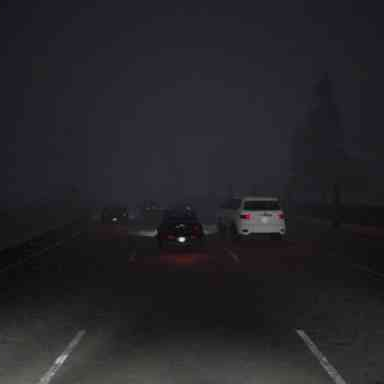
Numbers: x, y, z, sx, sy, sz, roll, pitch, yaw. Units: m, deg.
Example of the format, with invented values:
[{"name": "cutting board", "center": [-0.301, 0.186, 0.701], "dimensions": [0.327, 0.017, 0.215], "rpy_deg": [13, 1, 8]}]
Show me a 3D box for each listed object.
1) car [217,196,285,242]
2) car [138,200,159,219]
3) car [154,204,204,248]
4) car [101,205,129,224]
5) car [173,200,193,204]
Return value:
[{"name": "car", "center": [2.733, 1.213, 16.499], "dimensions": [2.150, 2.045, 5.566], "rpy_deg": [0, 0, -6]}, {"name": "car", "center": [-4.229, 1.530, 33.508], "dimensions": [2.033, 1.411, 5.357], "rpy_deg": [0, 0, -16]}, {"name": "car", "center": [-0.627, 1.497, 14.725], "dimensions": [1.837, 1.490, 4.892], "rpy_deg": [0, 0, -6]}, {"name": "car", "center": [-5.726, 1.588, 24.901], "dimensions": [1.895, 1.301, 4.718], "rpy_deg": [0, 0, -12]}, {"name": "car", "center": [-0.910, 1.547, 34.303], "dimensions": [1.994, 1.385, 4.181], "rpy_deg": [0, 0, -16]}]
